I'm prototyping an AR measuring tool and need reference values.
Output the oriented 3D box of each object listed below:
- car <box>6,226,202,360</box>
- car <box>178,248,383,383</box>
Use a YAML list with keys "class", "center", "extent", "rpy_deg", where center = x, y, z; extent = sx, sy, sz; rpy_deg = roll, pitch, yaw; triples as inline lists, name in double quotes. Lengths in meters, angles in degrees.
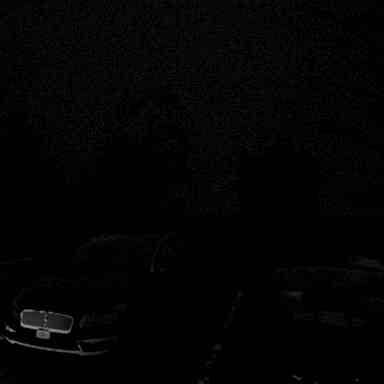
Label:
- class: "car"
  center: [-1.110, 1.451, 6.302]
  extent: [2.231, 1.521, 4.892]
  rpy_deg: [1, 0, 16]
- class: "car"
  center: [1.646, 1.478, 4.321]
  extent: [2.231, 1.521, 4.892]
  rpy_deg: [0, 0, 15]
